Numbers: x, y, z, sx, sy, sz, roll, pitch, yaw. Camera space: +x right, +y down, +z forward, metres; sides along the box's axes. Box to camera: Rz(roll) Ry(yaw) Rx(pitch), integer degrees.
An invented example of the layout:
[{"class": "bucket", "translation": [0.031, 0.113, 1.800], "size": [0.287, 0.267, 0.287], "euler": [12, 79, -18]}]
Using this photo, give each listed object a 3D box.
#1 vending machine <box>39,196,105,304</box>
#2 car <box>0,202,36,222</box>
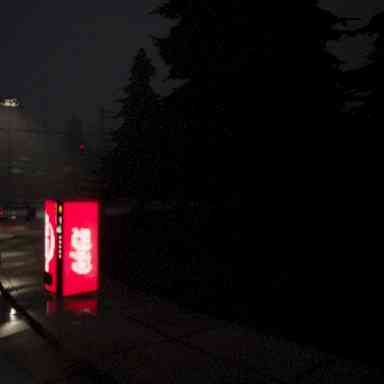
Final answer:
[{"class": "vending machine", "translation": [-2.602, 1.152, 7.206], "size": [1.100, 2.100, 0.880], "euler": [0, 0, -39]}, {"class": "car", "translation": [-12.871, 1.433, 24.769], "size": [1.895, 1.301, 4.718], "euler": [0, 0, -19]}]
